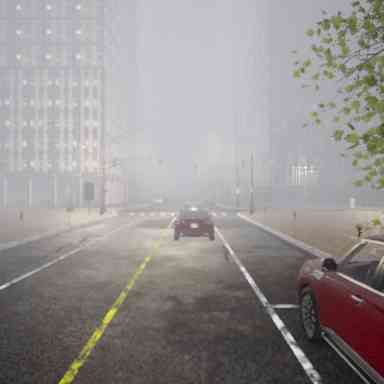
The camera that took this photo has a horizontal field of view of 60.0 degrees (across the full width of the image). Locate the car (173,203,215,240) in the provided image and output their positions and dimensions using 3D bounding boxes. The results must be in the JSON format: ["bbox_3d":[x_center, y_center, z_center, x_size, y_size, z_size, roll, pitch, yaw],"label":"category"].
[{"bbox_3d":[0.095,1.537,17.130,2.163,1.488,4.792,0,0,0],"label":"car"}]

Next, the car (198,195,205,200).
[{"bbox_3d":[2.663,1.593,92.634,1.887,1.381,4.507,0,0,0],"label":"car"}]

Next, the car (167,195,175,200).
[{"bbox_3d":[-5.718,1.599,92.637,2.008,1.369,4.403,0,0,0],"label":"car"}]

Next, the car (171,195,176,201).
[{"bbox_3d":[-5.716,1.599,86.962,1.887,1.381,4.507,0,0,0],"label":"car"}]

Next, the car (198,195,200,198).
[{"bbox_3d":[2.771,1.619,64.262,2.008,1.369,4.403,0,0,0],"label":"car"}]

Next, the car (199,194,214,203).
[{"bbox_3d":[2.804,1.509,58.584,1.967,1.590,4.097,0,0,0],"label":"car"}]

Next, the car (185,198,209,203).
[{"bbox_3d":[0.082,1.552,28.825,2.163,1.488,4.792,0,0,0],"label":"car"}]

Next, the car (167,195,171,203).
[{"bbox_3d":[-5.807,1.384,64.261,2.192,1.841,5.009,0,0,0],"label":"car"}]

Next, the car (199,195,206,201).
[{"bbox_3d":[2.665,1.579,87.130,1.752,1.417,4.829,0,0,0],"label":"car"}]

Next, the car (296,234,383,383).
[{"bbox_3d":[2.692,1.323,3.399,2.192,1.841,5.009,0,0,0],"label":"car"}]

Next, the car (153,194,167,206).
[{"bbox_3d":[-5.836,1.595,58.412,1.752,1.417,4.829,0,0,0],"label":"car"}]
